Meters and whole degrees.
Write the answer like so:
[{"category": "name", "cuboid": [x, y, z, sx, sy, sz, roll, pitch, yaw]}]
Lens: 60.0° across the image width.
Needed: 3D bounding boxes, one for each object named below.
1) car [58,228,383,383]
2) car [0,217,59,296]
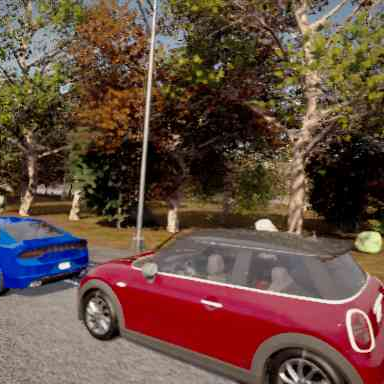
[{"category": "car", "cuboid": [0.345, 1.332, 4.937, 4.553, 1.767, 2.097, 1, 1, 35]}, {"category": "car", "cuboid": [-4.786, 1.366, 8.379, 5.008, 1.535, 1.882, 1, 1, 33]}]
